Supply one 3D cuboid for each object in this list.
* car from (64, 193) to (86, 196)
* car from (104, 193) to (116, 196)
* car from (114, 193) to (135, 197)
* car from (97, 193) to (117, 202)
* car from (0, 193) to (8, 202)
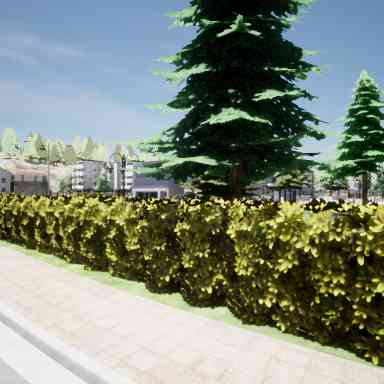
[{"bbox_3d":[-27.331,1.153,80.428,2.152,1.636,5.027,0,0,44],"label":"car"},{"bbox_3d":[-15.867,1.097,69.694,1.932,1.855,4.605,0,0,44],"label":"car"},{"bbox_3d":[-10.069,1.384,53.354,1.970,1.475,3.806,0,0,44],"label":"car"},{"bbox_3d":[-18.225,1.077,71.441,1.905,1.878,3.866,0,0,44],"label":"car"},{"bbox_3d":[-41.776,1.097,70.259,1.932,1.855,4.605,0,0,44],"label":"car"}]
